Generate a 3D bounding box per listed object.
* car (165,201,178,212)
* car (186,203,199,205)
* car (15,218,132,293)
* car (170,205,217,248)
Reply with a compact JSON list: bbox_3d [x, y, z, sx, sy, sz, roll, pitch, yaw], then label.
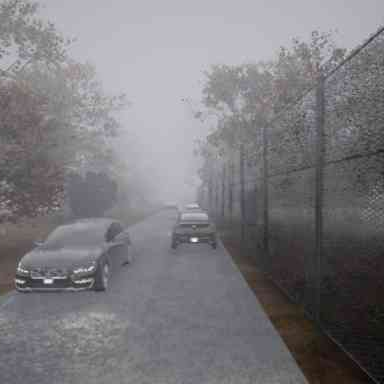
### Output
[{"bbox_3d":[-2.996,2.121,49.935,1.882,1.535,5.008,0,-1,0],"label":"car"},{"bbox_3d":[0.030,1.802,32.522,1.812,1.442,4.674,0,-1,0],"label":"car"},{"bbox_3d":[-2.855,1.528,9.028,1.837,1.490,4.892,0,0,0],"label":"car"},{"bbox_3d":[0.086,1.566,14.961,1.837,1.490,4.892,0,0,0],"label":"car"}]
